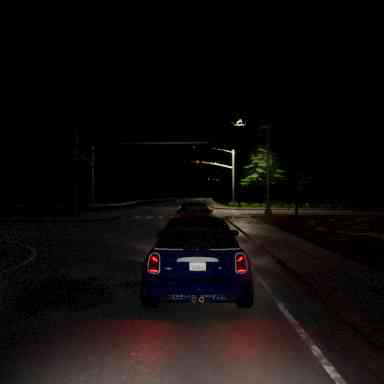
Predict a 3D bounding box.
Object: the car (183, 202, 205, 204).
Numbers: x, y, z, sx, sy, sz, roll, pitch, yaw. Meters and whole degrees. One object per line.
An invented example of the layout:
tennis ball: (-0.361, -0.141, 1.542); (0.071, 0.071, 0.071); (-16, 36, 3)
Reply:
car: (0.106, 1.338, 18.181); (2.097, 1.767, 4.553); (0, 0, 0)

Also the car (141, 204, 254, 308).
car: (0.101, 1.347, 8.060); (2.097, 1.767, 4.553); (0, 0, 0)
